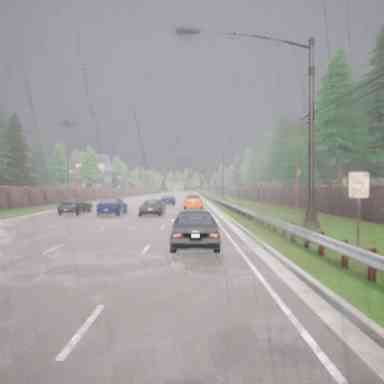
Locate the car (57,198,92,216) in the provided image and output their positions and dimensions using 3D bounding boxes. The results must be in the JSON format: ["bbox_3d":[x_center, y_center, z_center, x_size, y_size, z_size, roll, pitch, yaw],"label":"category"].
[{"bbox_3d":[-10.431,1.270,29.936,2.128,1.511,4.902,0,0,1],"label":"car"}]

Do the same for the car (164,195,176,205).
[{"bbox_3d":[-3.367,1.124,48.500,1.882,1.535,5.008,0,1,0],"label":"car"}]

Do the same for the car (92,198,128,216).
[{"bbox_3d":[-6.938,1.261,29.400,1.882,1.535,5.008,0,1,1],"label":"car"}]

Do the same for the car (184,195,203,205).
[{"bbox_3d":[0.138,1.073,38.417,2.097,1.767,4.553,0,0,0],"label":"car"}]

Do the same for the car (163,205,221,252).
[{"bbox_3d":[0.113,1.451,13.286,2.033,1.411,5.357,0,0,0],"label":"car"}]

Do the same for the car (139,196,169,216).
[{"bbox_3d":[-3.439,1.351,29.202,1.994,1.385,4.181,0,1,0],"label":"car"}]
